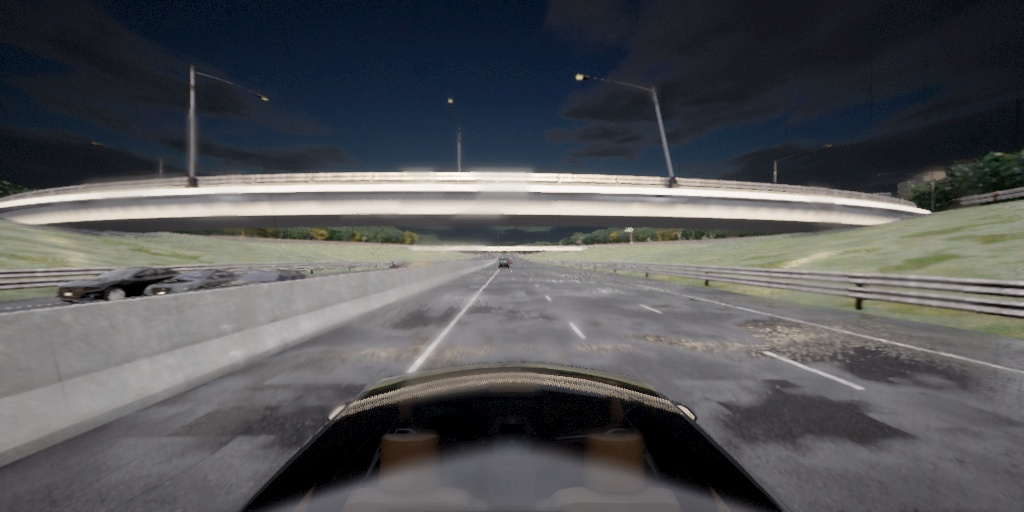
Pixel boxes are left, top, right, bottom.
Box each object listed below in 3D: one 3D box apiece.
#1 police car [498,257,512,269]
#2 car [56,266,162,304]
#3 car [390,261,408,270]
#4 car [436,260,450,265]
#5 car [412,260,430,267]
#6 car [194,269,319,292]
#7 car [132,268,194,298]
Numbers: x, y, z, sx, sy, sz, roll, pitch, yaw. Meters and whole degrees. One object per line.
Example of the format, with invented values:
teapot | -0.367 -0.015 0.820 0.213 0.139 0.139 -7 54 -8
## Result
police car | -1.439 1.415 64.277 1.930 1.638 5.238 0 0 -1
car | -17.611 1.240 16.725 1.882 1.535 5.008 0 0 0
car | -17.832 1.463 56.836 1.812 1.442 4.674 0 0 0
car | -10.838 1.429 56.935 2.128 1.511 4.902 0 0 0
car | -14.334 1.416 56.876 1.882 1.535 5.008 0 0 0
car | -10.612 1.306 15.872 2.033 1.411 5.357 0 0 0
car | -14.109 1.324 16.422 1.994 1.385 4.181 0 0 0
